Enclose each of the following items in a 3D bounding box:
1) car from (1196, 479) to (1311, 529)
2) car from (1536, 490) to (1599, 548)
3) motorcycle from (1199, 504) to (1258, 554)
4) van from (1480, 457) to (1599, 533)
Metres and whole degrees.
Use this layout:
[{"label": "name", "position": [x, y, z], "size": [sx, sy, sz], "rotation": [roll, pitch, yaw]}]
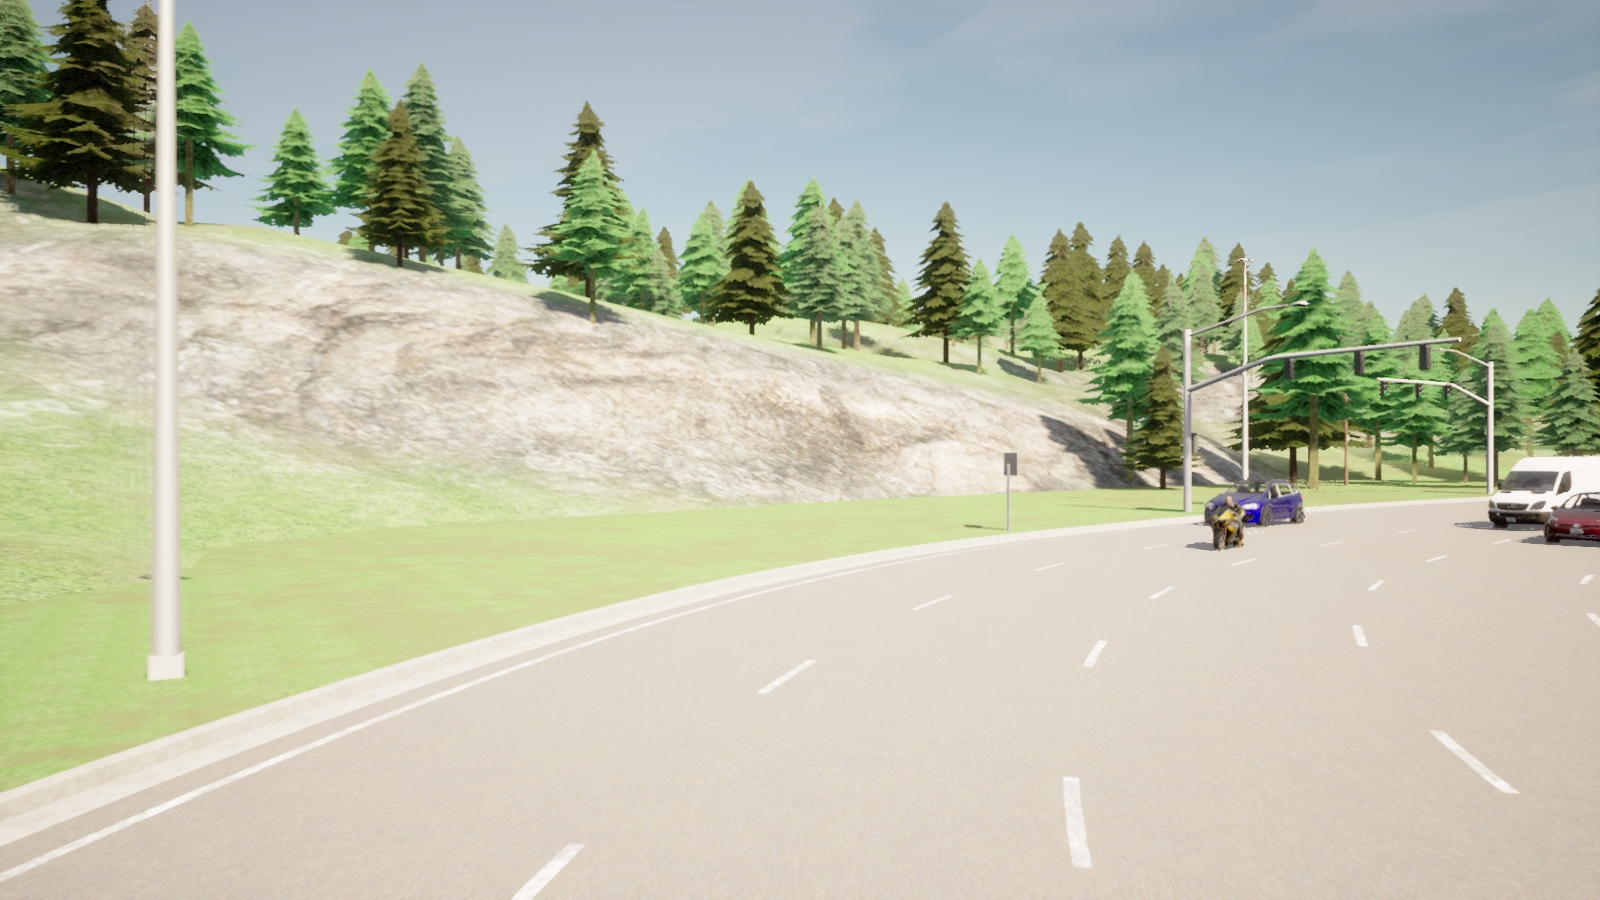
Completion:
[{"label": "car", "position": [16.951, 1.954, 42.590], "size": [4.611, 1.667, 2.242], "rotation": [0, 0, -44]}, {"label": "car", "position": [24.010, 2.030, 34.317], "size": [4.514, 1.525, 2.007], "rotation": [0, 0, -41]}, {"label": "motorcycle", "position": [12.087, 2.194, 32.187], "size": [0.867, 1.251, 2.209], "rotation": [1, 1, 39]}, {"label": "van", "position": [26.862, 1.523, 40.679], "size": [5.915, 2.561, 1.988], "rotation": [0, -1, -32]}]
